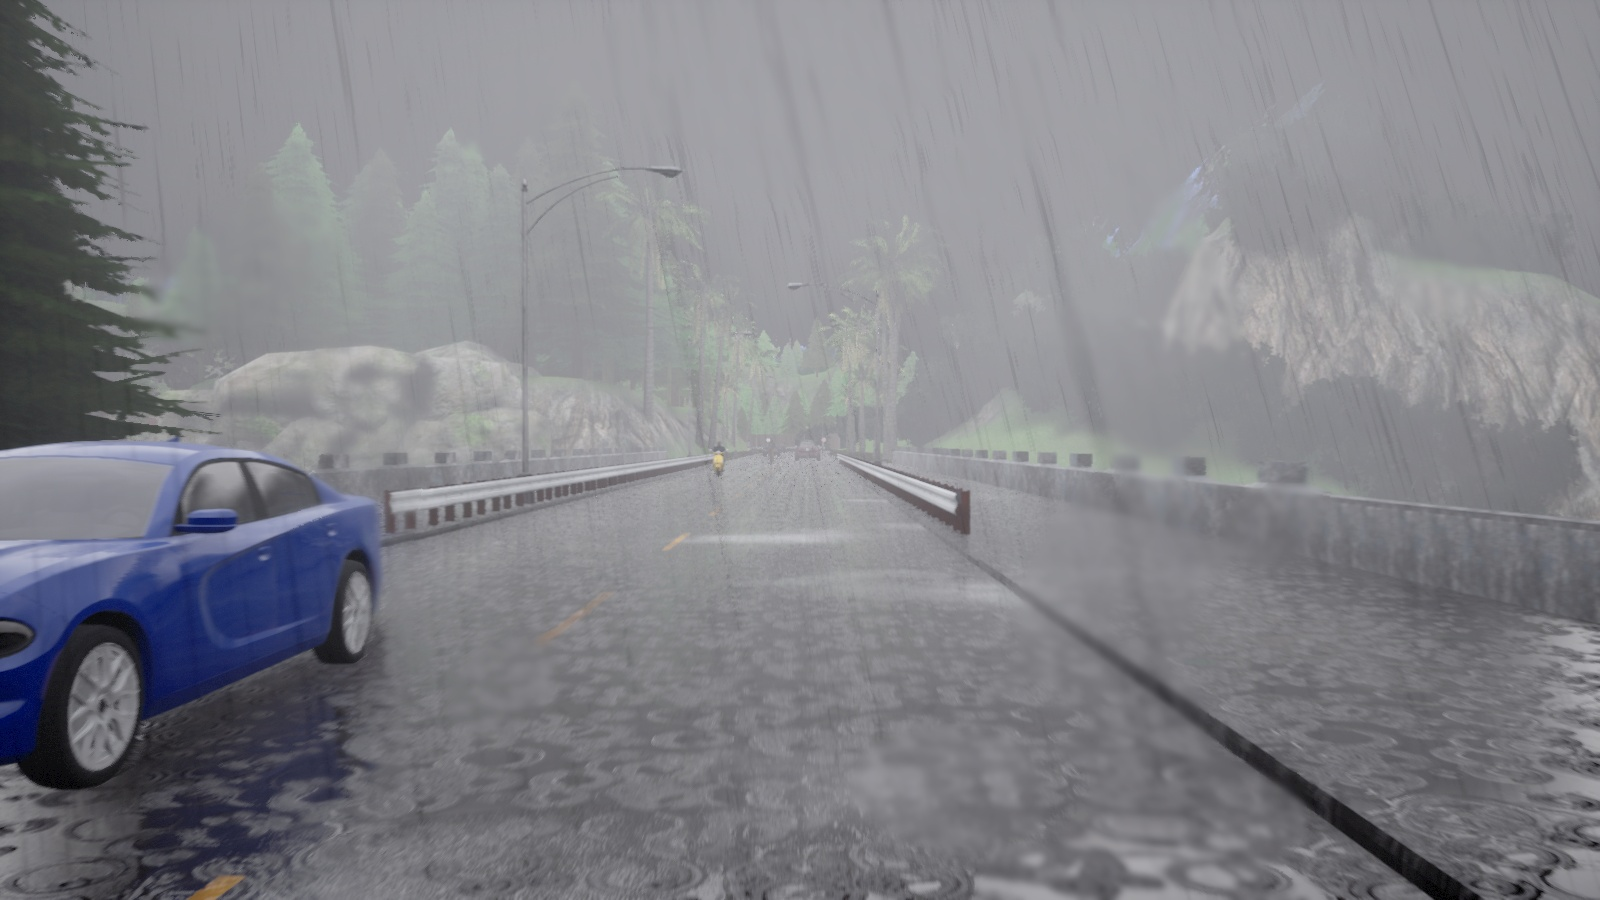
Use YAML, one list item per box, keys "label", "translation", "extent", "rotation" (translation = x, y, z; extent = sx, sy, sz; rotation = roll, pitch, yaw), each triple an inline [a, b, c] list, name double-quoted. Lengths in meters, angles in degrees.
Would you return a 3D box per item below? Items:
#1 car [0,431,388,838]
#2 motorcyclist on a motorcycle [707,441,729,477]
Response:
- label: "car"
  translation: [-3.946, 0.684, 6.610]
  extent: [1.882, 1.535, 5.008]
  rotation: [0, 0, 0]
- label: "motorcyclist on a motorcycle"
  translation: [-3.653, 0.383, 56.121]
  extent: [0.866, 1.590, 1.817]
  rotation: [0, 0, 0]
